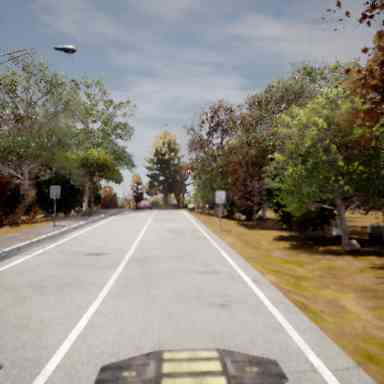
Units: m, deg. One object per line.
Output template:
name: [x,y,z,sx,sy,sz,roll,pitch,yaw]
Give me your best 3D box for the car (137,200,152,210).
car: [-7.045,2.009,50.468,1.812,1.442,4.674,0,-3,-4]
